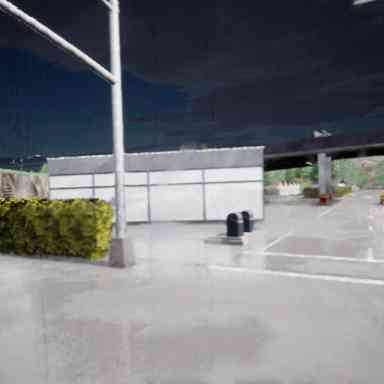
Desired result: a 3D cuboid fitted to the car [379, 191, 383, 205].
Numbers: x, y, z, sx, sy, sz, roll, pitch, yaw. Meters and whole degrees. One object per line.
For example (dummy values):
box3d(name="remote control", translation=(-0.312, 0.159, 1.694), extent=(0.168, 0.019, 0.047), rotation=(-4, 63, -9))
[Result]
box3d(name="car", translation=(22.907, 0.607, 38.671), extent=(1.882, 1.535, 5.008), rotation=(-2, 0, 28))
